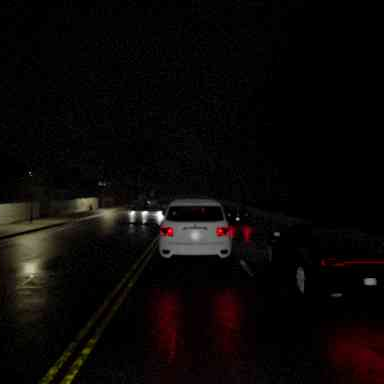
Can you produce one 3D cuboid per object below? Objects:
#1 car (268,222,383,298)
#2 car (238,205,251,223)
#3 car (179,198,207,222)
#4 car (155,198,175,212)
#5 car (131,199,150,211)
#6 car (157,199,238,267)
[{"bbox_3d":[3.313,1.502,8.632,1.882,1.535,5.008,0,0,0],"label":"car"},{"bbox_3d":[3.323,1.680,26.327,1.895,1.301,4.718,0,0,0],"label":"car"},{"bbox_3d":[0.075,1.436,27.713,2.097,1.767,4.553,0,0,0],"label":"car"},{"bbox_3d":[-3.355,1.622,42.754,2.128,1.511,4.902,0,0,0],"label":"car"},{"bbox_3d":[-6.606,1.656,42.521,1.812,1.442,4.674,0,0,0],"label":"car"},{"bbox_3d":[0.080,1.254,11.720,2.150,2.045,5.566,0,0,0],"label":"car"}]
